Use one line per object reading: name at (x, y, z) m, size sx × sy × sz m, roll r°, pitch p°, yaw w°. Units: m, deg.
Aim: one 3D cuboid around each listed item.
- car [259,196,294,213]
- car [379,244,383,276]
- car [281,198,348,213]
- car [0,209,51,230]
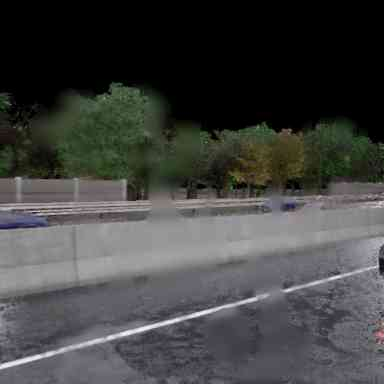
car at (9.160, 1.221, 35.028) m, size 4.553 × 1.767 × 2.097 m, roll -1°, pitch 0°, yaw -37°
car at (6.575, 1.477, 8.359) m, size 4.892 × 1.490 × 1.837 m, roll 0°, pitch 0°, yaw -35°
car at (8.738, 1.401, 22.882) m, size 5.008 × 1.535 × 1.882 m, roll 0°, pitch 0°, yaw -34°
car at (-8.824, 1.517, 14.877) m, size 4.674 × 1.442 × 1.812 m, roll 0°, pitch 0°, yaw -35°
